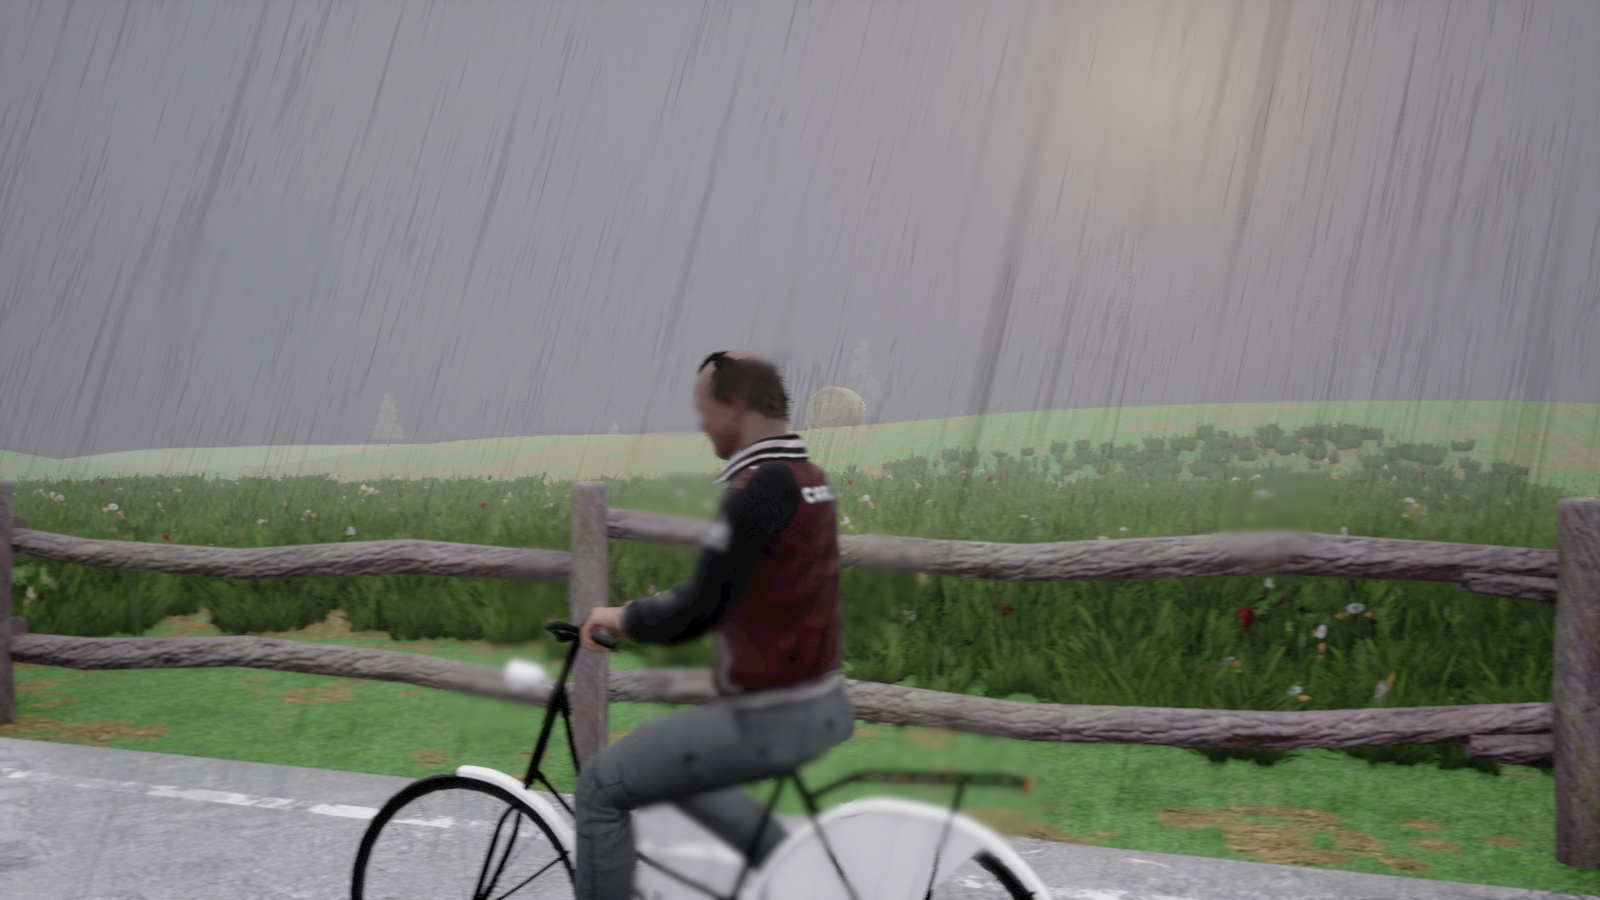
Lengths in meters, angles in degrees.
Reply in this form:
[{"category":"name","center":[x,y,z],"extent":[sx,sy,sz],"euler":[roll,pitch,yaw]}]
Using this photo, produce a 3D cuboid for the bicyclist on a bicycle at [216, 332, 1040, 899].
[{"category":"bicyclist on a bicycle","center":[-0.410,0.647,3.007],"extent":[1.843,1.776,0.659],"euler":[1,1,19]}]
